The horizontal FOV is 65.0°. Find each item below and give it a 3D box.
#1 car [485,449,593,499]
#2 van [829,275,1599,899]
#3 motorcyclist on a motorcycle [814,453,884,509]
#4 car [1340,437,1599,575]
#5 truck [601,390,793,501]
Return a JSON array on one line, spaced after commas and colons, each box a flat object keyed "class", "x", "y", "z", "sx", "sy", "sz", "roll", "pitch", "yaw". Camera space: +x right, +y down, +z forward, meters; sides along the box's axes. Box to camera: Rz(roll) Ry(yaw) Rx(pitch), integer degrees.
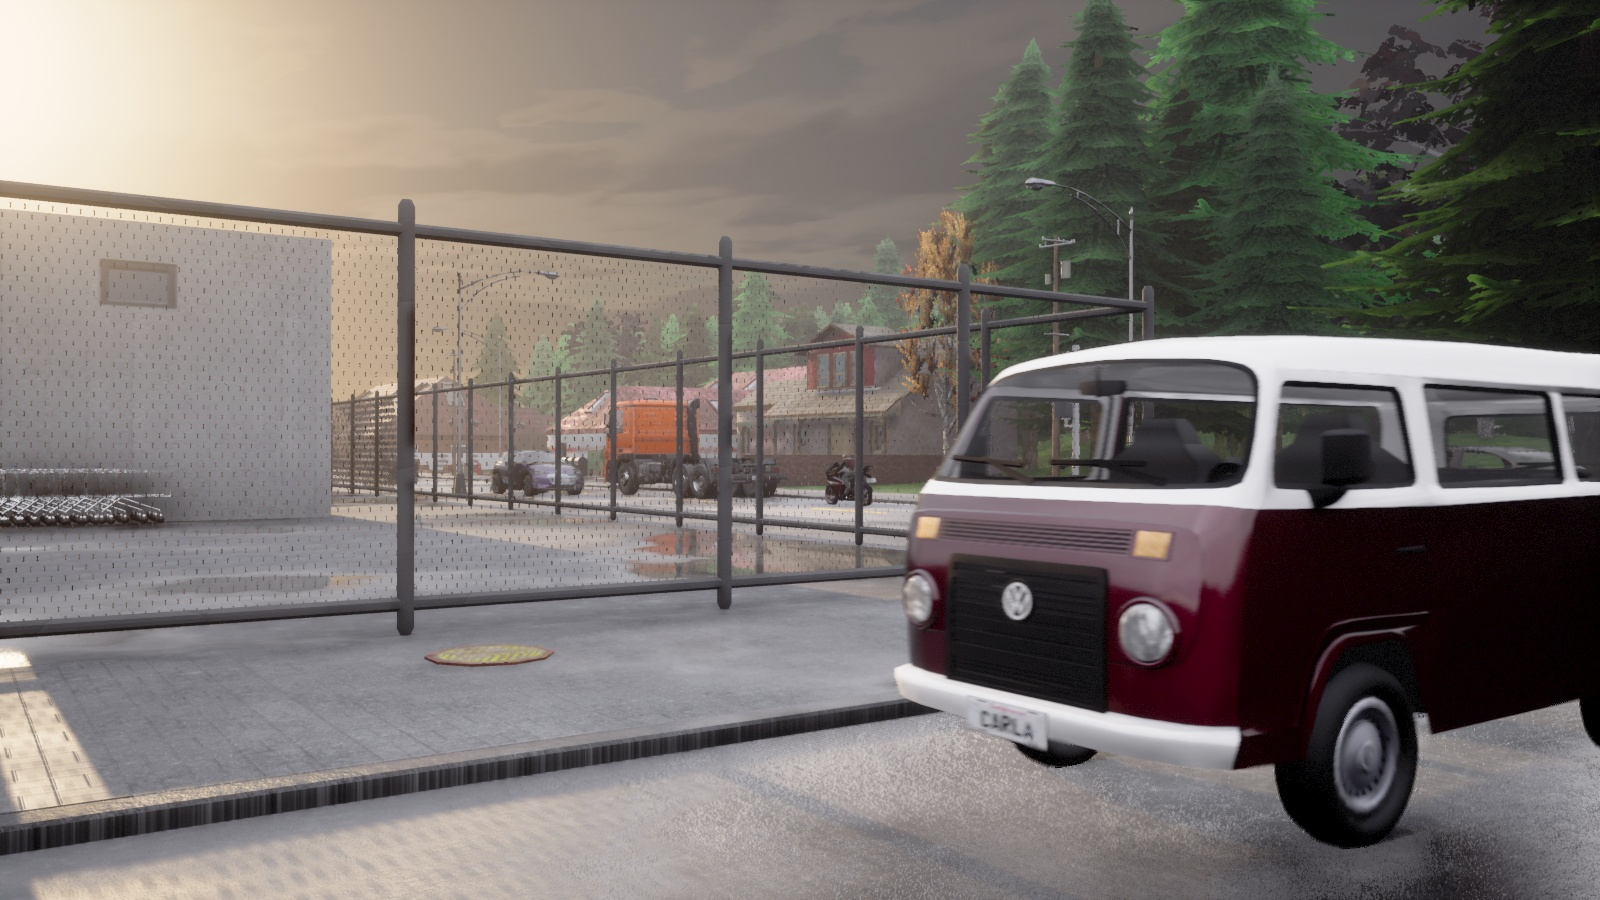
[{"class": "car", "x": -9.245, "y": 0.803, "z": 44.196, "sx": 2.033, "sy": 1.649, "sz": 4.856, "roll": 0, "pitch": 0, "yaw": -34}, {"class": "van", "x": 2.560, "y": 0.478, "z": 6.032, "sx": 4.480, "sy": 2.038, "sz": 2.069, "roll": 0, "pitch": 0, "yaw": -35}, {"class": "motorcyclist on a motorcycle", "x": 1.377, "y": 0.865, "z": 35.853, "sx": 0.866, "sy": 1.530, "sz": 2.191, "roll": 0, "pitch": 0, "yaw": -35}, {"class": "car", "x": 9.474, "y": 0.664, "z": 16.626, "sx": 1.851, "sy": 1.617, "sz": 3.988, "roll": 0, "pitch": 0, "yaw": -27}, {"class": "truck", "x": -3.727, "y": -0.123, "z": 43.236, "sx": 2.891, "sy": 3.462, "sz": 7.936, "roll": 0, "pitch": 0, "yaw": -36}]
